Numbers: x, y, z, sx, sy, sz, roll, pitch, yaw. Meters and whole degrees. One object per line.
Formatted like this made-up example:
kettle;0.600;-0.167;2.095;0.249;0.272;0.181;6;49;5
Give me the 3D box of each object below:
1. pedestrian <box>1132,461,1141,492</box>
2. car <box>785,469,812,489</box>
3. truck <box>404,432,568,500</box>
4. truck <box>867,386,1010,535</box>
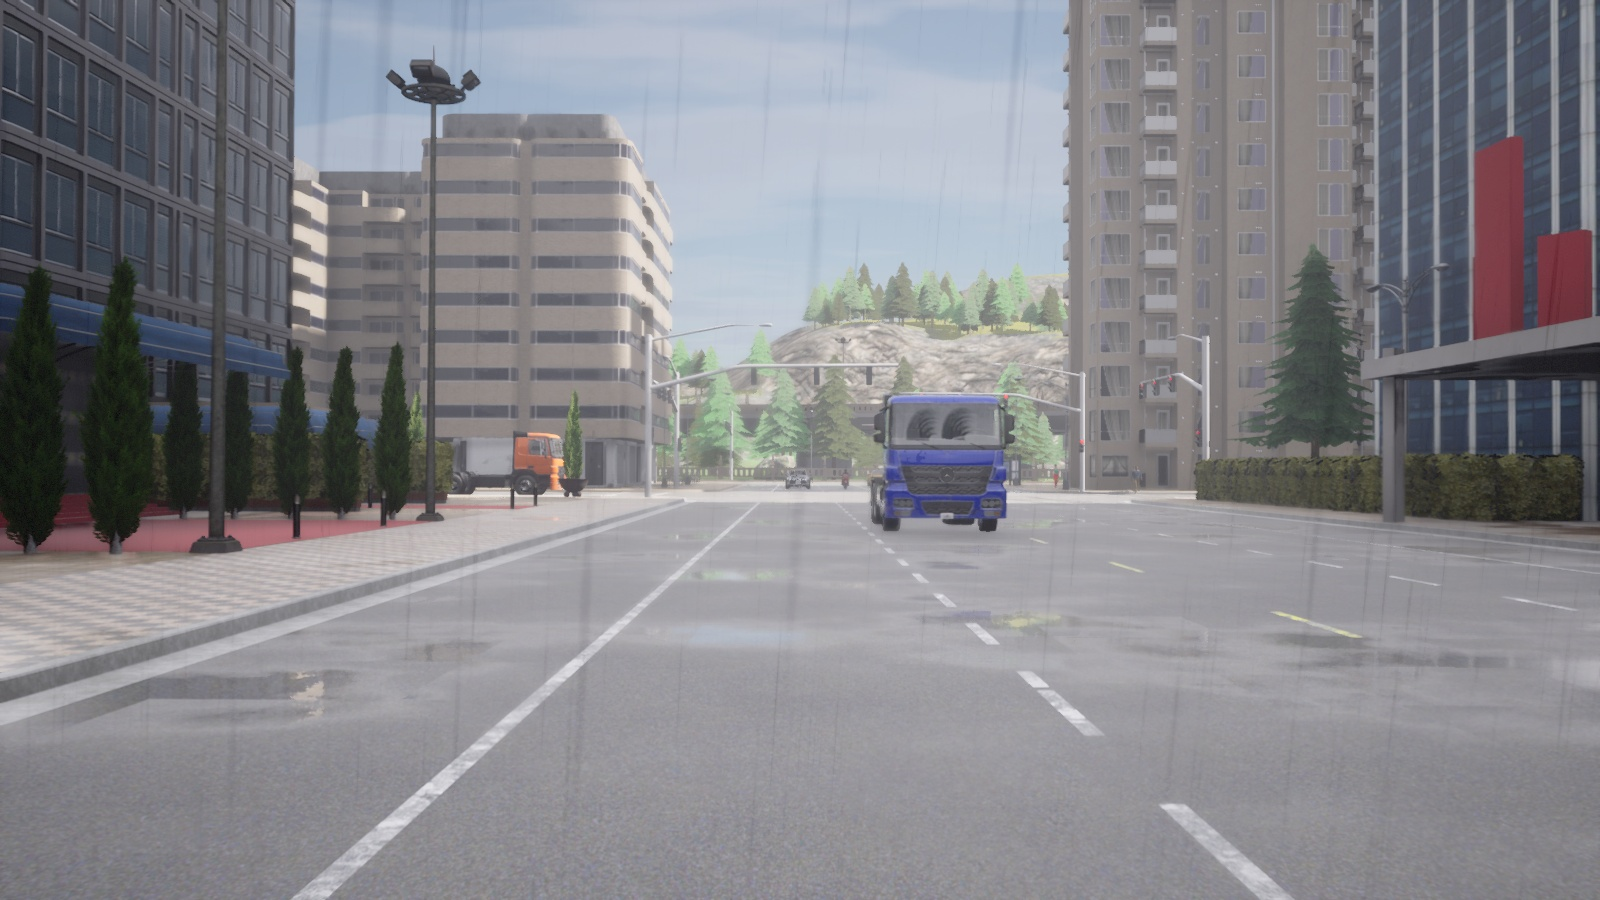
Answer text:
pedestrian;20.686;1.625;77.281;0.423;1.949;0.788;0;-1;8
car;-0.132;2.162;94.895;1.970;1.475;3.806;0;-1;0
truck;-16.480;0.862;66.287;7.936;3.462;2.891;0;-1;0
truck;3.448;0.301;33.281;2.891;3.462;7.936;0;-1;0
